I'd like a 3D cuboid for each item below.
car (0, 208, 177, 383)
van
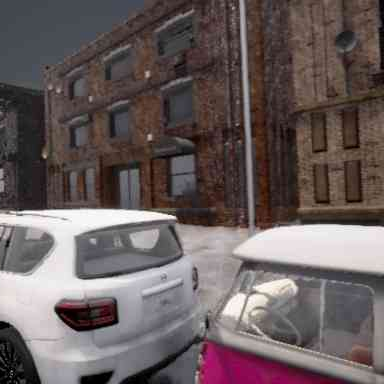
[{"bbox_3d":[-2.472,1.282,5.079,5.566,2.045,2.435,-1,0,35],"label":"car"},{"bbox_3d":[1.972,1.247,1.910,4.442,1.987,1.878,-1,0,36],"label":"van"}]
